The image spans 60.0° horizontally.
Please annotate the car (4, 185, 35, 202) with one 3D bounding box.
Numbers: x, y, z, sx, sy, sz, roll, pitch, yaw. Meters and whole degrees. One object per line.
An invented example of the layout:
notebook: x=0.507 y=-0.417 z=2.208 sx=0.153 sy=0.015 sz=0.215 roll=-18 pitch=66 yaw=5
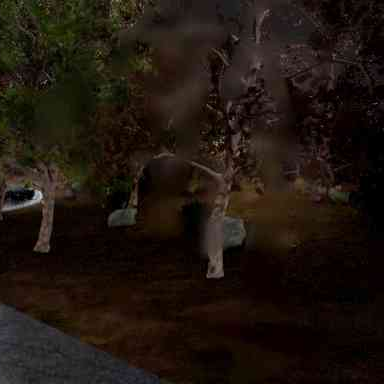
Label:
car: x=-15.806 y=0.044 z=30.293 sx=1.895 sy=1.301 sz=4.718 roll=4 pitch=4 yaw=-12
